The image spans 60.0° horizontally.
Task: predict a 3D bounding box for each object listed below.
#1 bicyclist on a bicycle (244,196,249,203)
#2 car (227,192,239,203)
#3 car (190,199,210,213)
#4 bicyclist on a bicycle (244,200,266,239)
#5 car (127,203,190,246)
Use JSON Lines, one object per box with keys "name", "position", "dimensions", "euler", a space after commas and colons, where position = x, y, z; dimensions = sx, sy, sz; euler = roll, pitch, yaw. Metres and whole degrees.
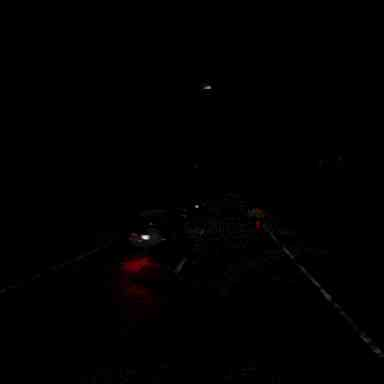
{"name": "bicyclist on a bicycle", "position": [4.109, 1.203, 24.552], "dimensions": [0.659, 1.776, 1.843], "euler": [0, 1, 7]}
{"name": "car", "position": [7.223, 1.162, 58.873], "dimensions": [1.994, 1.385, 4.181], "euler": [0, 0, 6]}
{"name": "car", "position": [0.690, 1.333, 32.982], "dimensions": [1.994, 1.385, 4.181], "euler": [0, 0, 7]}
{"name": "bicyclist on a bicycle", "position": [3.023, 1.331, 15.421], "dimensions": [0.866, 1.612, 1.509], "euler": [0, 0, 7]}
{"name": "car", "position": [-1.431, 1.399, 14.709], "dimensions": [1.837, 1.490, 4.892], "euler": [0, 0, 7]}
